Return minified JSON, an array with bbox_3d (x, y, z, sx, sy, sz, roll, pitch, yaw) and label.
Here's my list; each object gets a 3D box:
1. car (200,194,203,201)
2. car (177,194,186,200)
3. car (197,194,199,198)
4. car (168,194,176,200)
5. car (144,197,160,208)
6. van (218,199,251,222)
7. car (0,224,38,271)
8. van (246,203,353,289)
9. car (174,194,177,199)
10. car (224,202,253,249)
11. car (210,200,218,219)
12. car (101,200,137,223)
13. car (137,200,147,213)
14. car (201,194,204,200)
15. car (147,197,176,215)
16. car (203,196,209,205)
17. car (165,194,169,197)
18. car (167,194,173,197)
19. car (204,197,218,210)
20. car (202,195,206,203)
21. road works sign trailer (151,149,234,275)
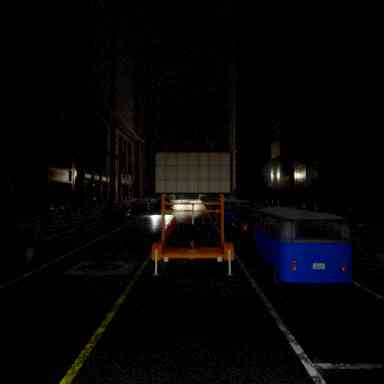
[{"bbox_3d":[2.834,1.506,59.534,1.887,1.381,4.507,1,0,0],"label":"car"},{"bbox_3d":[-2.763,1.474,90.310,1.994,1.385,4.181,0,0,0],"label":"car"},{"bbox_3d":[2.893,1.468,82.034,1.887,1.381,4.507,1,0,0],"label":"car"},{"bbox_3d":[-5.602,1.342,93.297,1.967,1.590,4.097,1,0,0],"label":"car"},{"bbox_3d":[-5.722,1.501,48.132,1.752,1.417,4.829,1,0,0],"label":"car"},{"bbox_3d":[2.731,1.338,20.162,1.690,1.788,3.998,1,0,0],"label":"van"},{"bbox_3d":[-5.826,1.545,8.931,1.887,1.381,4.507,1,0,0],"label":"car"},{"bbox_3d":[2.702,1.341,8.912,1.690,1.788,3.998,1,0,0],"label":"van"},{"bbox_3d":[-5.618,1.478,87.673,1.947,1.339,4.313,1,0,0],"label":"car"},{"bbox_3d":[2.716,1.439,14.537,1.967,1.590,4.097,1,0,0],"label":"car"},{"bbox_3d":[2.744,1.545,25.787,2.008,1.369,4.403,1,0,0],"label":"car"},{"bbox_3d":[-5.781,1.539,25.805,1.887,1.381,4.507,1,0,0],"label":"car"},{"bbox_3d":[-5.751,1.537,37.053,2.008,1.369,4.403,1,0,0],"label":"car"},{"bbox_3d":[2.819,1.514,53.910,1.887,1.381,4.507,1,0,0],"label":"car"},{"bbox_3d":[-3.011,1.553,33.714,1.994,1.385,4.181,0,0,0],"label":"car"},{"bbox_3d":[2.789,1.526,42.661,1.887,1.381,4.507,1,0,0],"label":"car"},{"bbox_3d":[-5.692,1.543,59.551,1.802,1.307,4.206,1,0,0],"label":"car"},{"bbox_3d":[-5.661,1.383,70.800,1.967,1.590,4.097,1,0,0],"label":"car"},{"bbox_3d":[2.774,1.537,37.036,2.008,1.369,4.403,1,0,0],"label":"car"},{"bbox_3d":[2.804,1.520,48.284,1.887,1.381,4.507,1,0,0],"label":"car"},{"bbox_3d":[0.028,0.464,10.379,2.380,3.560,2.880,0,0,0],"label":"road works sign trailer"}]
